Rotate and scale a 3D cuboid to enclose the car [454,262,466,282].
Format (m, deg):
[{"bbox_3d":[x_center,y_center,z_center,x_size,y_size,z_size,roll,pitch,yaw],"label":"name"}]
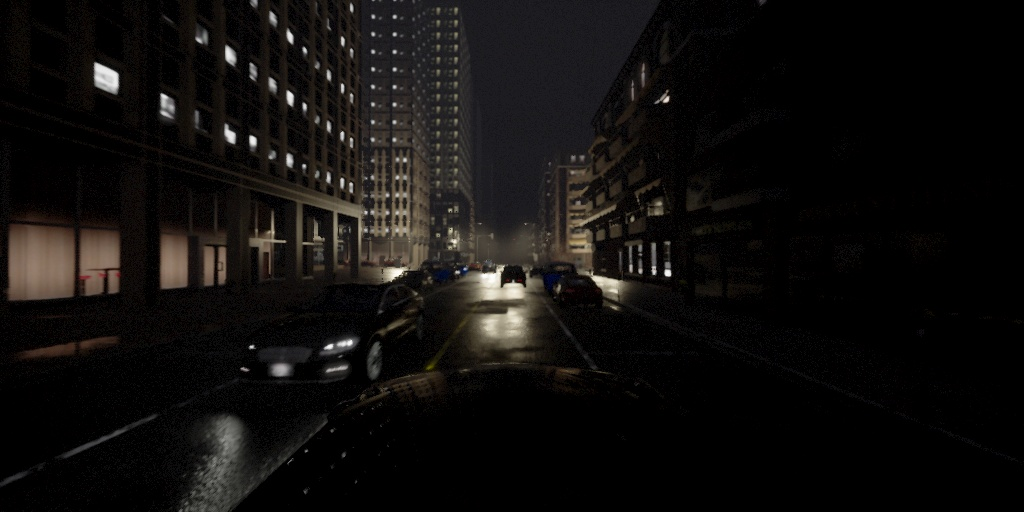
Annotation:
[{"bbox_3d":[-5.689,1.540,32.209,2.007,1.370,4.403,0,0,0],"label":"car"}]

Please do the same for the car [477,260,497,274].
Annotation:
[{"bbox_3d":[-3.039,1.616,48.524,2.128,1.511,4.902,0,-1,1],"label":"car"}]

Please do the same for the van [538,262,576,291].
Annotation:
[{"bbox_3d":[2.692,1.241,20.912,1.690,1.789,3.998,0,0,0],"label":"van"}]

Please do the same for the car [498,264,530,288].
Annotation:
[{"bbox_3d":[0.098,1.447,26.156,1.837,1.490,4.892,0,0,0],"label":"car"}]

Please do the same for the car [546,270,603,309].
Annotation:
[{"bbox_3d":[2.691,1.437,15.264,1.802,1.307,4.207,0,0,0],"label":"car"}]

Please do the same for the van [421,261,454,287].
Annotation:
[{"bbox_3d":[-5.689,1.285,26.561,1.690,1.789,3.998,0,0,0],"label":"van"}]

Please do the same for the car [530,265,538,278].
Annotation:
[{"bbox_3d":[2.692,1.587,37.857,2.007,1.370,4.403,0,0,0],"label":"car"}]

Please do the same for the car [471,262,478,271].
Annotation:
[{"bbox_3d":[-5.688,1.616,54.803,1.967,1.591,4.097,0,0,0],"label":"car"}]

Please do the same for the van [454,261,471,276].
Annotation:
[{"bbox_3d":[-5.688,1.377,37.858,1.690,1.789,3.998,0,0,0],"label":"van"}]

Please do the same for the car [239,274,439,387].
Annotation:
[{"bbox_3d":[-3.101,1.285,7.262,2.128,1.511,4.902,0,-1,0],"label":"car"}]

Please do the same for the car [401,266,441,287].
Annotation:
[{"bbox_3d":[-5.689,1.465,20.913,1.948,1.339,4.313,0,0,0],"label":"car"}]
